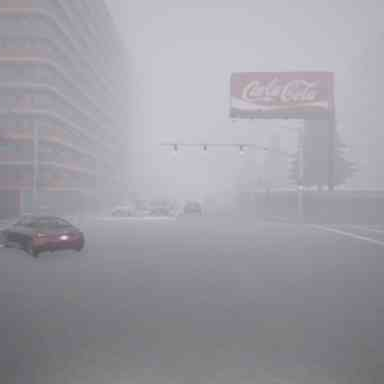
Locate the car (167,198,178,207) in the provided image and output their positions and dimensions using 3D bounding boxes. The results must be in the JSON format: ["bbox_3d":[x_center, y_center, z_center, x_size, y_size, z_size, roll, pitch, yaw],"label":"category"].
[{"bbox_3d":[-3.520,1.888,60.909,1.837,1.490,4.892,0,0,1],"label":"car"}]

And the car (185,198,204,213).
[{"bbox_3d":[0.107,1.818,40.383,1.994,1.385,4.181,0,0,0],"label":"car"}]

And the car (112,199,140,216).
[{"bbox_3d":[-7.085,1.746,34.994,1.812,1.442,4.674,0,0,0],"label":"car"}]

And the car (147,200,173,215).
[{"bbox_3d":[-3.577,1.837,37.540,1.895,1.301,4.718,0,0,0],"label":"car"}]

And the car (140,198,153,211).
[{"bbox_3d":[-7.070,1.792,46.506,1.837,1.490,4.892,0,1,0],"label":"car"}]

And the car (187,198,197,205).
[{"bbox_3d":[0.011,1.981,72.546,2.128,1.511,4.902,0,0,0],"label":"car"}]

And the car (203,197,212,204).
[{"bbox_3d":[3.511,1.945,75.362,1.812,1.442,4.674,0,0,0],"label":"car"}]

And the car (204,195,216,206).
[{"bbox_3d":[3.510,1.635,65.731,2.150,2.045,5.566,0,0,0],"label":"car"}]

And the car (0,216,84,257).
[{"bbox_3d":[-6.160,1.649,13.499,4.181,1.385,1.994,0,-1,42],"label":"car"}]

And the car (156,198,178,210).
[{"bbox_3d":[-3.561,1.653,47.741,2.097,1.767,4.553,0,0,0],"label":"car"}]

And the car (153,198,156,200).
[{"bbox_3d":[-6.991,1.883,64.418,1.882,1.535,5.008,0,-1,0],"label":"car"}]
